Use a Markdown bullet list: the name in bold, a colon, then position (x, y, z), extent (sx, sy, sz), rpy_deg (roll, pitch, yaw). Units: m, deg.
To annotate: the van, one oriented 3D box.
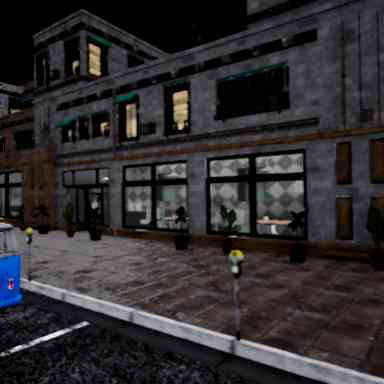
- **van**: position (-4.962, 1.382, 6.428), extent (3.998, 1.788, 1.690), rpy_deg (0, -1, 36)
